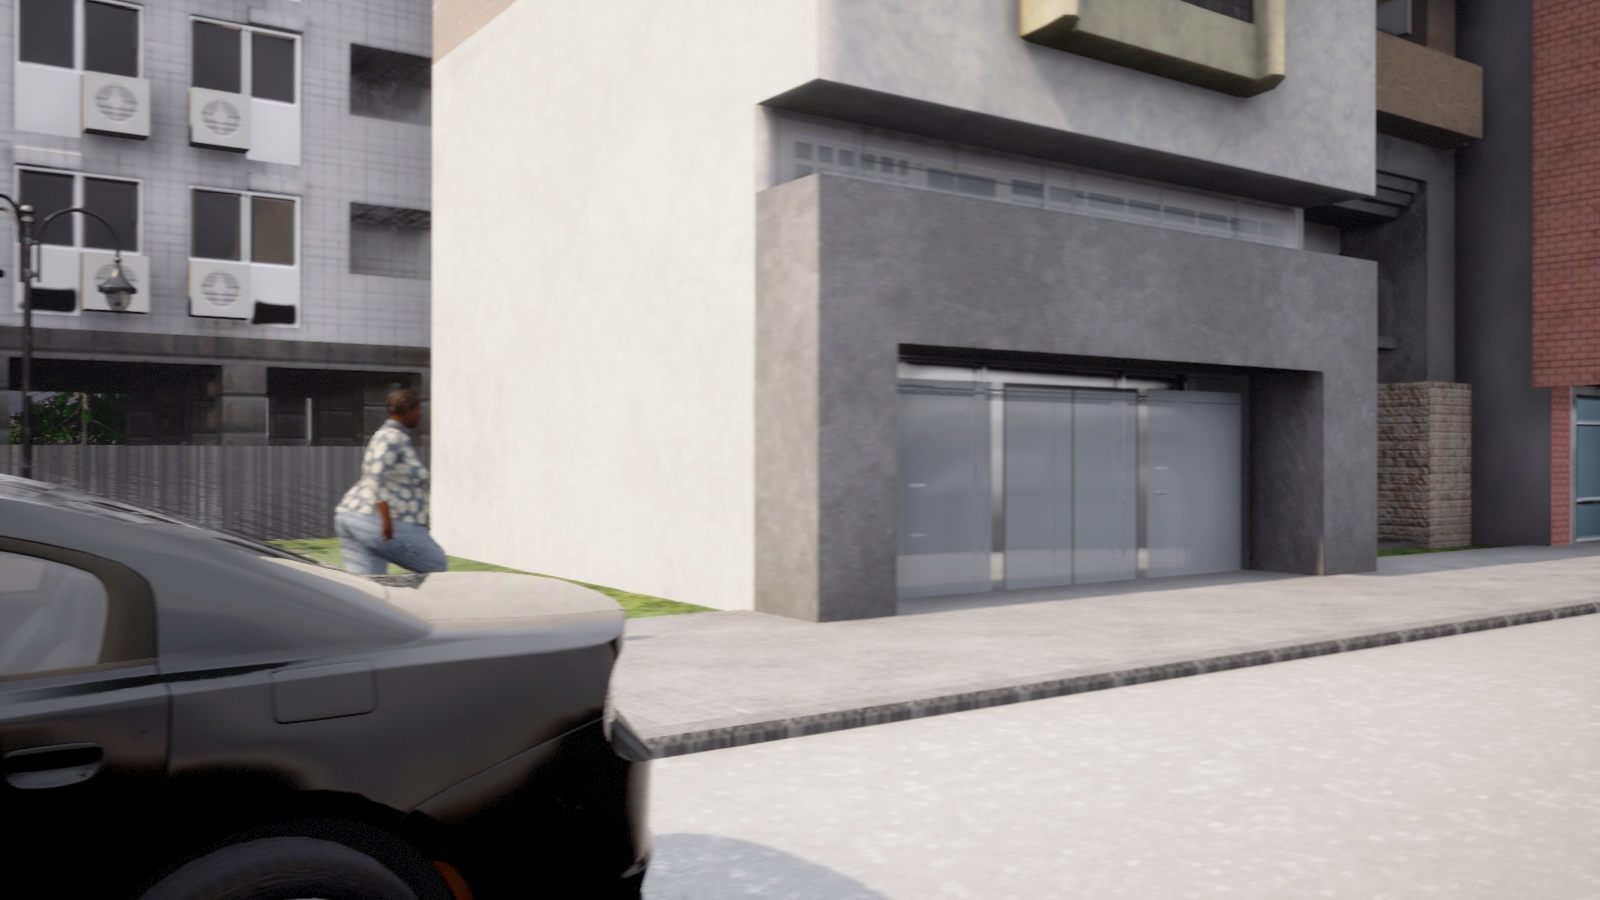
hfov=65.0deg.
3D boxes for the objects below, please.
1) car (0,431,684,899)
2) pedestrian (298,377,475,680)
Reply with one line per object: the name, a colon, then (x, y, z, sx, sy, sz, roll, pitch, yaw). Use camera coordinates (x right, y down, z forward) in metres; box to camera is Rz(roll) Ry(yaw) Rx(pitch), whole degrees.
car: (-2.865, 0.734, 2.273, 5.008, 1.535, 1.882, 0, 0, -35)
pedestrian: (-2.741, 0.481, 8.300, 0.900, 1.855, 0.874, 0, 0, -34)
